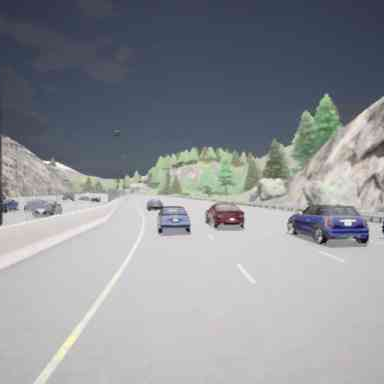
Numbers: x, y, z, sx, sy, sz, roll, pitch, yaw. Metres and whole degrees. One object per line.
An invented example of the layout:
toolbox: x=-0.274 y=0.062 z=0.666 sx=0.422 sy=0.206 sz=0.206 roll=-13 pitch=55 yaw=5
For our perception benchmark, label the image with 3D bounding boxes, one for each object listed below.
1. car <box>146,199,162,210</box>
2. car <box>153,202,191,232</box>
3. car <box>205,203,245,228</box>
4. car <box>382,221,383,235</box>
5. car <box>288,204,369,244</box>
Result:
car: x=-4.721 y=1.561 z=42.408 sx=1.994 sy=1.385 sz=4.181 roll=0 pitch=0 yaw=-10
car: x=-1.170 y=1.544 z=20.177 sx=2.033 sy=1.411 sz=5.357 roll=0 pitch=0 yaw=-7
car: x=2.076 y=1.466 z=22.162 sx=1.882 sy=1.535 sz=5.008 roll=0 pitch=0 yaw=-7
car: x=9.958 y=1.451 z=13.613 sx=1.882 sy=1.535 sz=5.008 roll=0 pitch=0 yaw=-4
car: x=6.253 y=1.333 z=15.822 sx=2.097 sy=1.767 sz=4.553 roll=0 pitch=0 yaw=-5
